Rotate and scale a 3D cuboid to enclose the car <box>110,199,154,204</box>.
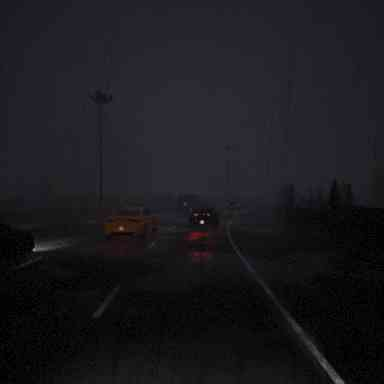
[{"bbox_3d":[-5.124,1.602,29.035,1.812,1.442,4.674,0,0,10],"label":"car"}]

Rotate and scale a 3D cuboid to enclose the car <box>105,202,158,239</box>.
[{"bbox_3d":[-3.082,1.525,17.753,1.882,1.535,5.008,0,0,4],"label":"car"}]

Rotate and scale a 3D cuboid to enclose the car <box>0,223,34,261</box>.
[{"bbox_3d":[-6.877,1.598,10.719,1.994,1.385,4.181,0,0,1],"label":"car"}]

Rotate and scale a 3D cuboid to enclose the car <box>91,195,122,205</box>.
[{"bbox_3d":[-11.590,1.375,45.900,2.150,2.045,5.566,0,-1,20],"label":"car"}]

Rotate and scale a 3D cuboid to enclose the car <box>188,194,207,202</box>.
[{"bbox_3d":[1.270,1.462,76.751,2.097,1.767,4.553,-1,0,37],"label":"car"}]

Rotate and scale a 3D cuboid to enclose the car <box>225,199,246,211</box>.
[{"bbox_3d":[5.379,1.594,40.879,1.812,1.442,4.674,0,0,20],"label":"car"}]

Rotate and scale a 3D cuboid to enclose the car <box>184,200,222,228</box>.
[{"bbox_3d":[0.891,1.554,22.386,1.837,1.490,4.892,0,0,7],"label":"car"}]

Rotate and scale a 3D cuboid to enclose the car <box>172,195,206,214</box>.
[{"bbox_3d":[0.018,1.299,35.758,2.150,2.045,5.566,0,0,16],"label":"car"}]

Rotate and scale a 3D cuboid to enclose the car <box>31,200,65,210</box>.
[{"bbox_3d":[-17.133,1.708,39.805,1.994,1.385,4.181,0,0,16],"label":"car"}]

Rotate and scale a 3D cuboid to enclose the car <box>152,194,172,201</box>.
[{"bbox_3d":[-4.959,1.376,52.996,2.150,2.045,5.566,-1,0,25],"label":"car"}]
